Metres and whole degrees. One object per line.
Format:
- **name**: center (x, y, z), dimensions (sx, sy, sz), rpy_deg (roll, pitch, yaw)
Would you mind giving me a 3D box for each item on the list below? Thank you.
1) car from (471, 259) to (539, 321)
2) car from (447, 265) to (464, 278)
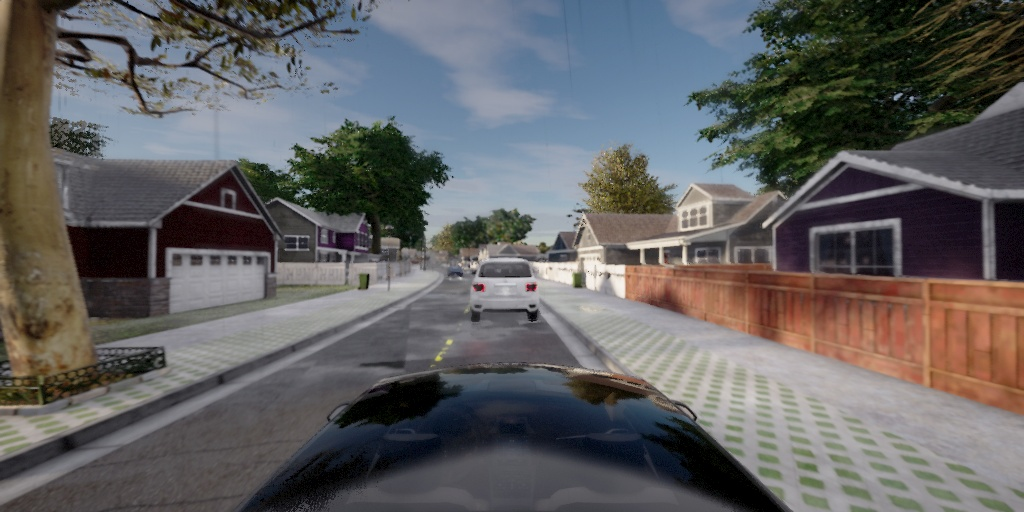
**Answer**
- **car**: center (-0.324, 1.112, 13.246), dimensions (2.150, 2.045, 5.566), rpy_deg (0, 0, -3)
- **car**: center (-6.761, 1.796, 42.690), dimensions (2.033, 1.411, 5.357), rpy_deg (0, -1, -10)
